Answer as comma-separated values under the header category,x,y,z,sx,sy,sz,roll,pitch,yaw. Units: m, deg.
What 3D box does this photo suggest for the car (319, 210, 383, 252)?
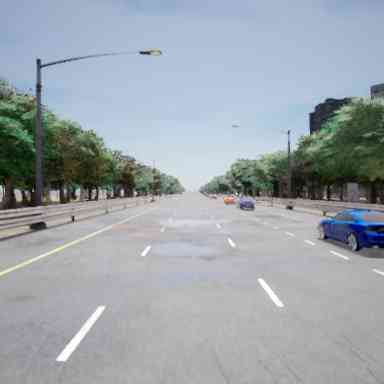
category,x,y,z,sx,sy,sz,roll,pitch,yaw
car,6.996,1.495,13.992,1.882,1.535,5.008,0,0,0

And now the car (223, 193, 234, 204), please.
category,x,y,z,sx,sy,sz,roll,pitch,yaw
car,6.988,1.367,62.089,2.097,1.767,4.553,0,0,0

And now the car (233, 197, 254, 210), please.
category,x,y,z,sx,sy,sz,roll,pitch,yaw
car,6.987,1.537,43.729,1.812,1.442,4.674,0,0,0
